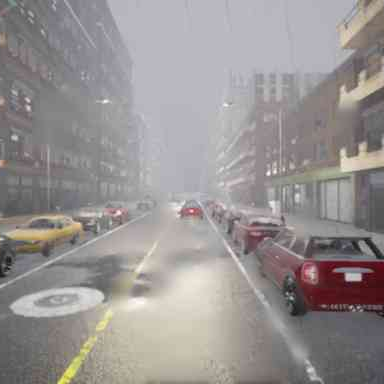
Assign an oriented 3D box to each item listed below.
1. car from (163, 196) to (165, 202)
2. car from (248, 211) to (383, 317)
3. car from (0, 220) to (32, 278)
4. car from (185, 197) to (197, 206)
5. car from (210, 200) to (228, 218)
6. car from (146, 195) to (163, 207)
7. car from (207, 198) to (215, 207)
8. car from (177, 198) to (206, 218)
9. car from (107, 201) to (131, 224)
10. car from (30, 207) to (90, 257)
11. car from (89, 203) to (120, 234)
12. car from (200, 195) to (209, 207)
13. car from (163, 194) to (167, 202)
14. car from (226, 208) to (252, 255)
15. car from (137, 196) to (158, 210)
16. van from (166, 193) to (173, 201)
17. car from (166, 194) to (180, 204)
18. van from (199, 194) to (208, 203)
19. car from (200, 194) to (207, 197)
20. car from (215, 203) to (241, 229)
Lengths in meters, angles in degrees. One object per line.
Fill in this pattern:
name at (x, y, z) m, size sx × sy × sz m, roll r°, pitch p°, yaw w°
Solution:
car at (-5.823, 1.553, 52.888) m, size 1.802 × 1.307 × 4.206 m, roll 1°, pitch 0°, yaw 0°
car at (2.682, 1.439, 7.477) m, size 1.967 × 1.590 × 4.097 m, roll 1°, pitch 0°, yaw 0°
car at (-5.700, 1.564, 7.520) m, size 1.947 × 1.339 × 4.313 m, roll 1°, pitch 0°, yaw 0°
car at (-0.148, 1.571, 54.575) m, size 1.895 × 1.301 × 4.718 m, roll 0°, pitch 0°, yaw 0°
car at (2.635, 1.543, 24.490) m, size 2.008 × 1.369 × 4.403 m, roll 1°, pitch 0°, yaw 0°
car at (-5.803, 1.291, 47.216) m, size 2.192 × 1.841 × 5.009 m, roll 1°, pitch 0°, yaw 0°
car at (2.619, 1.534, 30.160) m, size 1.887 × 1.381 × 4.507 m, roll 1°, pitch 0°, yaw 0°
car at (-0.023, 1.553, 29.780) m, size 1.994 × 1.385 × 4.181 m, roll 0°, pitch 0°, yaw 0°
car at (-5.744, 1.431, 24.533) m, size 1.967 × 1.590 × 4.097 m, roll 1°, pitch 0°, yaw 0°
car at (-5.714, 1.521, 13.021) m, size 1.752 × 1.417 × 4.829 m, roll 1°, pitch 0°, yaw 0°
car at (-5.730, 1.544, 18.862) m, size 2.008 × 1.369 × 4.403 m, roll 1°, pitch 0°, yaw 0°
car at (2.573, 1.522, 47.172) m, size 1.887 × 1.381 × 4.507 m, roll 1°, pitch 0°, yaw 0°
car at (-5.867, 1.396, 69.901) m, size 1.967 × 1.590 × 4.097 m, roll 1°, pitch 0°, yaw 0°
car at (2.665, 1.542, 13.149) m, size 1.887 × 1.381 × 4.507 m, roll 1°, pitch 0°, yaw 0°
car at (-5.792, 1.531, 41.546) m, size 2.008 × 1.369 × 4.403 m, roll 1°, pitch 0°, yaw 0°
van at (-5.912, 1.280, 86.914) m, size 1.690 × 1.788 × 3.998 m, roll 1°, pitch 0°, yaw 0°
car at (-3.203, 1.492, 60.780) m, size 1.812 × 1.442 × 4.674 m, roll 0°, pitch 0°, yaw 0°
van at (2.481, 1.298, 69.854) m, size 1.690 × 1.788 × 3.998 m, roll 1°, pitch 0°, yaw 0°
car at (2.531, 1.492, 58.683) m, size 1.752 × 1.417 × 4.829 m, roll 1°, pitch 0°, yaw 0°
car at (2.650, 1.545, 18.819) m, size 2.008 × 1.369 × 4.403 m, roll 1°, pitch 0°, yaw 0°
